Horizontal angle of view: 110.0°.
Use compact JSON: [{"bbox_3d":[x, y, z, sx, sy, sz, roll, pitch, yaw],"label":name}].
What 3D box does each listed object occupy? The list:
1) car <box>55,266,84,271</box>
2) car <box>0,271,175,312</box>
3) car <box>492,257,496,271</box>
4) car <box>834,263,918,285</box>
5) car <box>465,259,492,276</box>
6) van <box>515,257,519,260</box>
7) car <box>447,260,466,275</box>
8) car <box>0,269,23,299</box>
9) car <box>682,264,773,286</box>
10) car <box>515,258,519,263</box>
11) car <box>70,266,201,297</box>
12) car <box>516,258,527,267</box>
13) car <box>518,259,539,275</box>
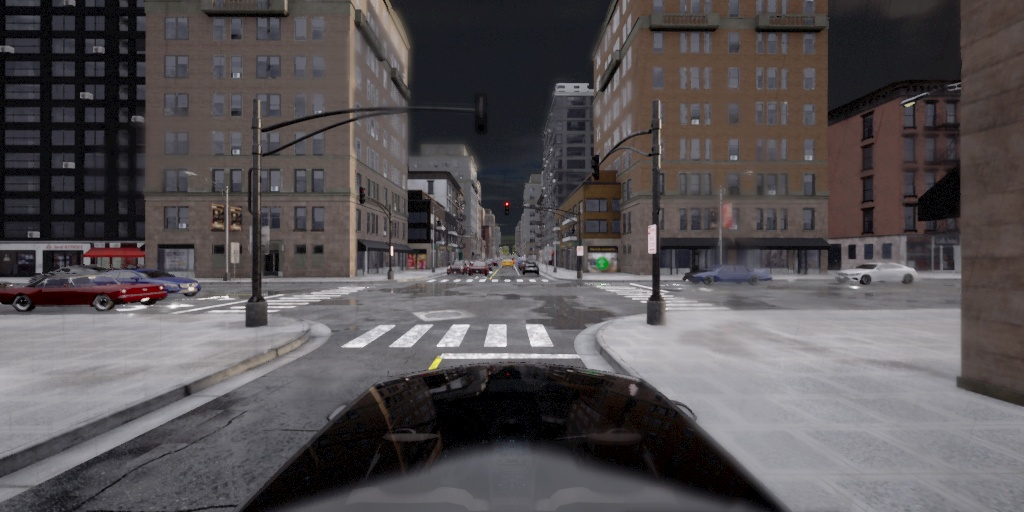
[{"bbox_3d":[-28.907,1.392,23.812,4.674,1.442,1.812,0,0,-1],"label":"car"},{"bbox_3d":[-16.565,1.401,14.018,4.718,1.301,1.895,0,0,-1],"label":"car"},{"bbox_3d":[-3.519,1.302,48.107,1.837,1.490,4.892,0,1,0],"label":"car"},{"bbox_3d":[24.818,1.176,24.469,4.674,1.442,1.812,0,0,-1],"label":"car"},{"bbox_3d":[-3.451,1.263,37.858,1.882,1.535,5.008,0,0,0],"label":"car"},{"bbox_3d":[1.869,1.171,61.763,1.690,1.789,3.998,0,0,0],"label":"van"},{"bbox_3d":[-6.001,1.228,39.664,1.967,1.591,4.097,0,0,0],"label":"car"},{"bbox_3d":[-27.467,1.396,17.133,5.357,1.411,2.033,0,0,-1],"label":"car"},{"bbox_3d":[14.567,1.241,24.350,5.357,1.411,2.033,0,0,-1],"label":"car"},{"bbox_3d":[1.908,1.384,56.253,1.948,1.339,4.313,0,0,0],"label":"car"},{"bbox_3d":[-17.737,1.336,17.247,4.674,1.442,1.812,0,0,1],"label":"car"},{"bbox_3d":[1.947,1.389,50.743,1.802,1.307,4.207,0,0,0],"label":"car"},{"bbox_3d":[2.024,1.354,39.720,1.948,1.339,4.313,0,0,0],"label":"car"}]
